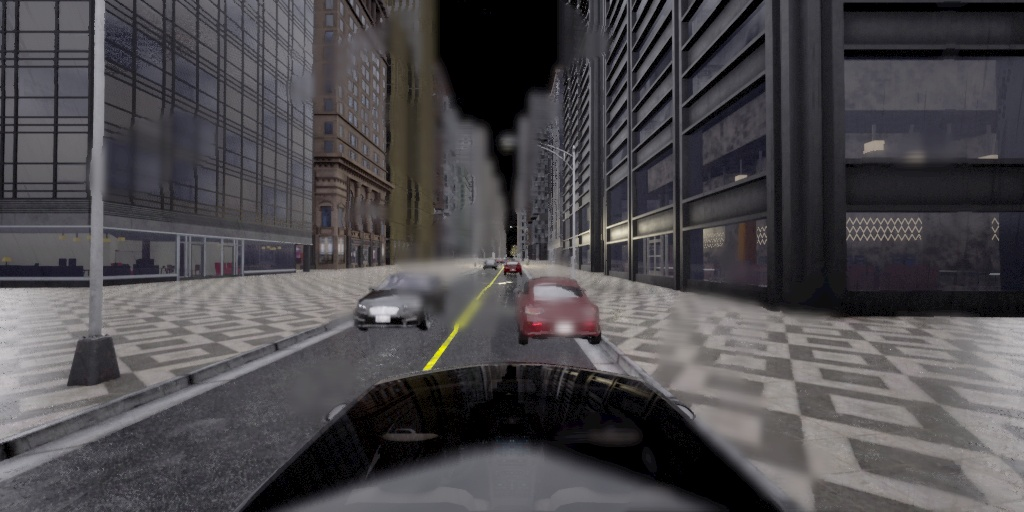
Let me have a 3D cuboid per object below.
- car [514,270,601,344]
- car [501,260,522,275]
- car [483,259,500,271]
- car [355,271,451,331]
[{"bbox_3d":[1.051,1.278,9.428,1.812,1.442,4.674,0,0,0],"label":"car"},{"bbox_3d":[0.086,1.238,38.830,1.882,1.535,5.008,0,0,0],"label":"car"},{"bbox_3d":[-3.093,1.241,50.967,1.882,1.535,5.008,0,0,0],"label":"car"},{"bbox_3d":[-3.100,1.244,11.060,2.128,1.511,4.902,0,0,0],"label":"car"}]
